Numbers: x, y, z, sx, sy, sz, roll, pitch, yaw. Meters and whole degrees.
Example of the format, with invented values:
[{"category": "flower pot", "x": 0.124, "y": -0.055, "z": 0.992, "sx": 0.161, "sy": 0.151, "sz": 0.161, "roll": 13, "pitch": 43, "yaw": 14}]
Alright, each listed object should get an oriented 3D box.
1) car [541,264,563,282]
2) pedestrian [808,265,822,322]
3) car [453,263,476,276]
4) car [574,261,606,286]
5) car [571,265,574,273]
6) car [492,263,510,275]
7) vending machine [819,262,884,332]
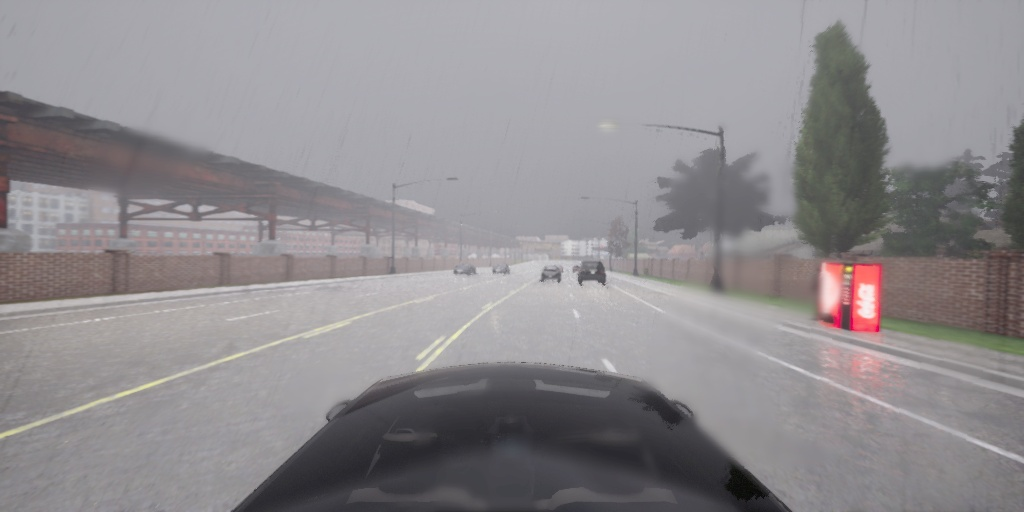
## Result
[{"category": "car", "x": 3.864, "y": 1.687, "z": 35.208, "sx": 2.128, "sy": 1.511, "sz": 4.902, "roll": 1, "pitch": -1, "yaw": 8}, {"category": "pedestrian", "x": 9.711, "y": 1.147, "z": 11.254, "sx": 0.375, "sy": 1.860, "sz": 0.375, "roll": 0, "pitch": 0, "yaw": 6}, {"category": "car", "x": -5.675, "y": 1.608, "z": 43.617, "sx": 2.128, "sy": 1.511, "sz": 4.902, "roll": 1, "pitch": -1, "yaw": 9}, {"category": "car", "x": 6.817, "y": 1.424, "z": 31.131, "sx": 2.150, "sy": 2.045, "sz": 5.566, "roll": 1, "pitch": -1, "yaw": 8}, {"category": "car", "x": 11.267, "y": 2.126, "z": 61.547, "sx": 1.882, "sy": 1.535, "sz": 5.008, "roll": 1, "pitch": -1, "yaw": 8}, {"category": "car", "x": -1.435, "y": 1.744, "z": 48.349, "sx": 2.128, "sy": 1.511, "sz": 4.902, "roll": 1, "pitch": -1, "yaw": 9}, {"category": "vending machine", "x": 9.717, "y": 1.187, "z": 10.374, "sx": 1.100, "sy": 2.100, "sz": 0.880, "roll": 0, "pitch": 0, "yaw": 5}]
